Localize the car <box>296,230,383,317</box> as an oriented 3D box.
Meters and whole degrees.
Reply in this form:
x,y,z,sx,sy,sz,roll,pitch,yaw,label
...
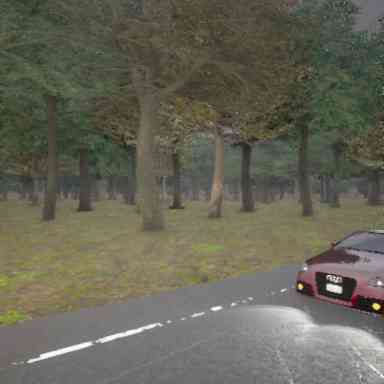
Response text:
x,y,z,sx,sy,sz,roll,pitch,yaw,label
4.141,1.551,7.219,4.181,1.385,1.994,0,0,-38,car
